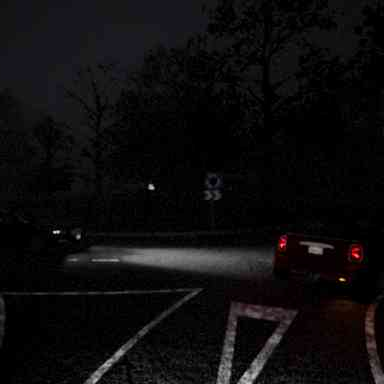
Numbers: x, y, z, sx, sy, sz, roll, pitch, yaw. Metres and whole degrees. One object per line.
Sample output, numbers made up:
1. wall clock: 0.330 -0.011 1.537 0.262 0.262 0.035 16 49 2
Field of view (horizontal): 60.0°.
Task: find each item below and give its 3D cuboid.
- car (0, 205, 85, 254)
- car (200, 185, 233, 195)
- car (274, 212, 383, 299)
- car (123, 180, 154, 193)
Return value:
1. car: -6.407 1.261 12.249 4.902 1.511 2.128 1 3 12
2. car: 3.693 -0.372 50.009 4.902 1.511 2.128 1 3 22
3. car: 4.013 1.312 8.929 2.097 1.767 4.553 3 1 38
4. car: -8.798 -0.920 54.849 5.566 2.045 2.150 2 3 34
